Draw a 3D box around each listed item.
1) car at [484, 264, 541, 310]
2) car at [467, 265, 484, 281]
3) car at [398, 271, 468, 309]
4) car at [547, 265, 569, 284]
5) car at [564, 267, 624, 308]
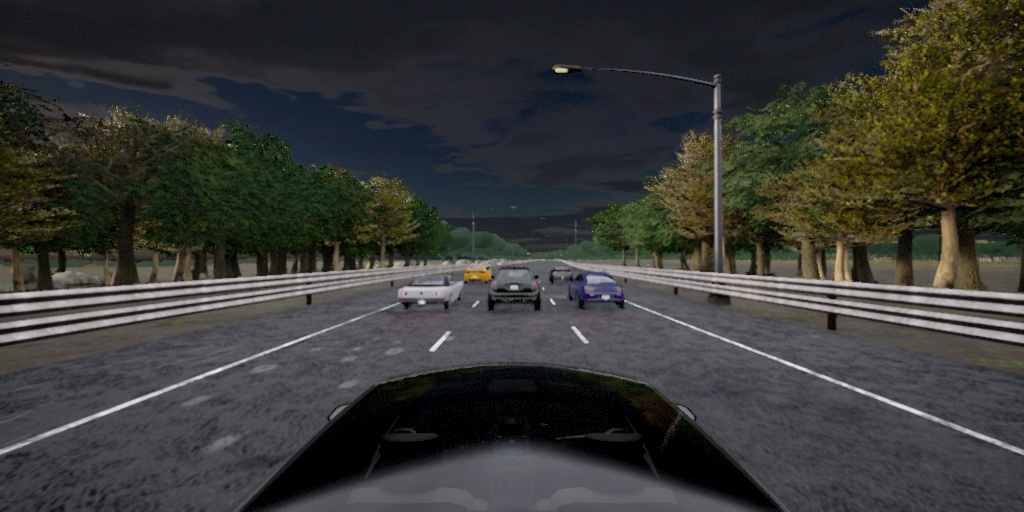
[{"bbox_3d":[0.127,1.238,15.726,2.097,1.767,4.553,0,-1,1],"label":"car"},{"bbox_3d":[-2.870,1.518,31.146,1.882,1.535,5.008,0,0,3],"label":"car"},{"bbox_3d":[-3.372,1.489,15.835,1.895,1.301,4.718,0,-1,1],"label":"car"},{"bbox_3d":[4.114,1.530,30.669,2.128,1.511,4.902,0,0,3],"label":"car"},{"bbox_3d":[3.636,1.417,15.958,1.812,1.442,4.674,0,0,1],"label":"car"}]
